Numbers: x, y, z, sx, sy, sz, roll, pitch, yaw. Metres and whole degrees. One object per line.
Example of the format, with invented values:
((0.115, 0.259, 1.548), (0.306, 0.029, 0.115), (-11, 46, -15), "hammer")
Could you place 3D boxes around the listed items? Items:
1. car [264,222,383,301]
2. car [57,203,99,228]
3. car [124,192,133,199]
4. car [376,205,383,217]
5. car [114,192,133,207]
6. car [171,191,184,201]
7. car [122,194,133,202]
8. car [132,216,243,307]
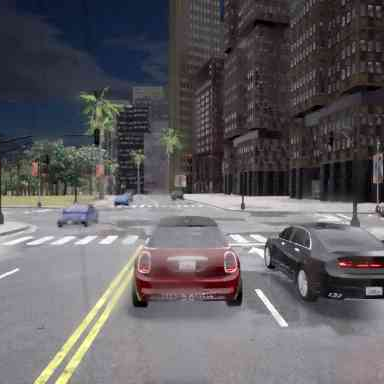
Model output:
((3.159, 1.504, 8.302), (1.837, 1.490, 4.892), (0, 0, -1), "car")
((-7.410, 1.503, 22.063), (1.812, 1.442, 4.674), (0, 1, -4), "car")
((-14.949, 0.868, 78.099), (2.128, 1.511, 4.902), (0, 1, -12), "car")
((17.459, 1.294, 26.845), (4.553, 1.767, 2.097), (0, 0, 13), "car")
((-9.777, 1.224, 46.565), (1.882, 1.535, 5.008), (0, 1, -7), "car")
((-3.060, 0.708, 68.449), (2.150, 2.045, 5.566), (0, 1, -10), "car")
((-12.130, 1.107, 62.893), (1.994, 1.385, 4.181), (0, 1, -9), "car")
((-0.130, 1.352, 8.146), (2.097, 1.767, 4.553), (0, 0, -1), "car")
